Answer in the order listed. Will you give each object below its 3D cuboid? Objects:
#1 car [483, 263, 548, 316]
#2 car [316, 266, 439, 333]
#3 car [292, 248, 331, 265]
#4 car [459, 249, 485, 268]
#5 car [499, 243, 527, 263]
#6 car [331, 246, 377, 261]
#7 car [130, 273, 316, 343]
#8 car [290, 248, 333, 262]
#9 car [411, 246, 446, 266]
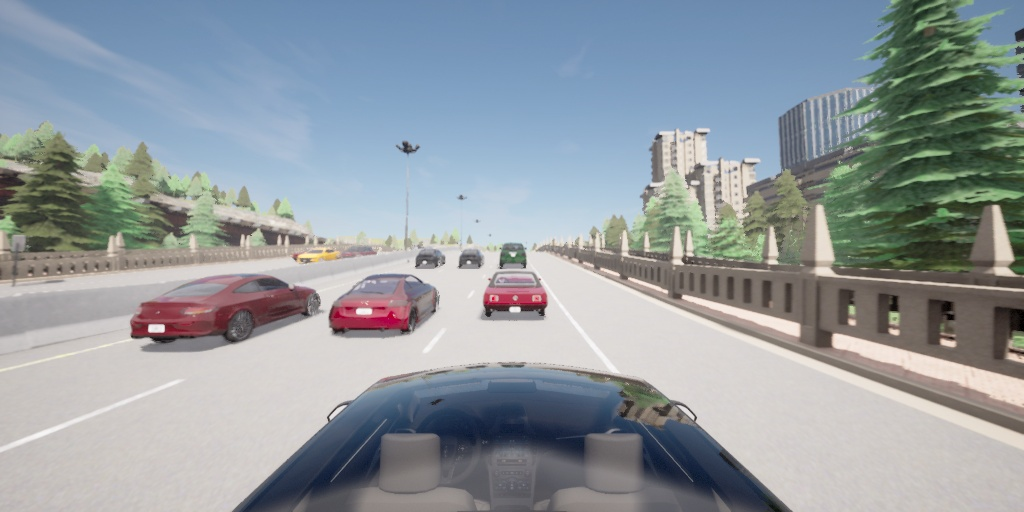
[{"bbox_3d":[0.096,1.141,12.379,1.895,1.301,4.718,0,2,0],"label":"car"},{"bbox_3d":[-3.404,1.181,10.261,1.994,1.385,4.181,0,2,0],"label":"car"},{"bbox_3d":[-17.608,0.005,32.932,1.882,1.535,5.008,0,3,0],"label":"car"},{"bbox_3d":[-3.411,0.141,30.773,1.837,1.490,4.892,0,3,0],"label":"car"},{"bbox_3d":[0.089,-0.097,29.882,2.150,2.045,5.566,0,3,0],"label":"car"},{"bbox_3d":[-14.108,-0.113,32.784,2.097,1.767,4.553,0,3,0],"label":"car"},{"bbox_3d":[-6.903,1.171,9.260,1.812,1.442,4.674,0,2,0],"label":"car"},{"bbox_3d":[-21.105,-0.125,37.995,1.895,1.301,4.718,0,3,0],"label":"car"},{"bbox_3d":[-6.911,0.141,30.777,1.837,1.490,4.892,0,3,0],"label":"car"}]
